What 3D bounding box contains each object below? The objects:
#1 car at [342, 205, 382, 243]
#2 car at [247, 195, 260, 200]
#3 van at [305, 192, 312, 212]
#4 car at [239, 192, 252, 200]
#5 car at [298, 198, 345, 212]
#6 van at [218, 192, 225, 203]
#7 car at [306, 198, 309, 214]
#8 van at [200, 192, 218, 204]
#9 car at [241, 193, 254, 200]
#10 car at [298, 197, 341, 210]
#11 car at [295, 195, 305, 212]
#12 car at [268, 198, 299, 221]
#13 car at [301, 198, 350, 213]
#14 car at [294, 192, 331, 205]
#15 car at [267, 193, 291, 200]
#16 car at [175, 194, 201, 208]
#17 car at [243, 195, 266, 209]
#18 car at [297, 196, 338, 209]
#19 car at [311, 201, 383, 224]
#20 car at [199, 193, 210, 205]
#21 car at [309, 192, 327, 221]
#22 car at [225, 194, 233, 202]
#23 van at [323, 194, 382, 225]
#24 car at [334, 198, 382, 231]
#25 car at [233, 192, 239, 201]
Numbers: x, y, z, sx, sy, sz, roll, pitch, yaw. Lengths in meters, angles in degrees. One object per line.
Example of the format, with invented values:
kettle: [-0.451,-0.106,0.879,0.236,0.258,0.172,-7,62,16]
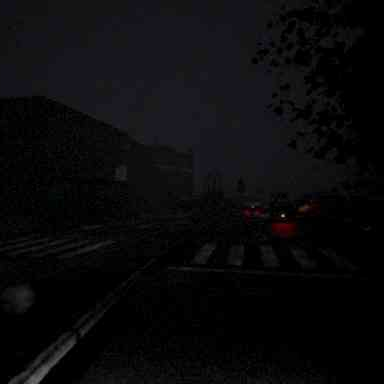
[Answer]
car: [9.617,1.521,14.604,4.892,1.521,2.231,0,0,11]
car: [16.752,1.506,90.706,2.231,1.521,4.892,0,-1,26]
van: [13.069,1.234,30.544,4.442,1.987,1.878,0,0,13]
car: [12.065,1.058,80.491,2.435,2.045,5.566,0,-1,24]
car: [14.907,1.431,38.529,4.792,1.488,2.163,0,1,15]
van: [4.053,0.969,59.724,1.878,1.987,4.442,0,0,20]
car: [12.348,1.515,27.927,4.674,1.452,2.002,0,0,13]
van: [2.323,0.997,54.462,1.878,1.987,4.442,0,0,18]
car: [14.357,1.270,85.609,2.185,1.767,4.553,0,-1,25]
car: [15.677,1.409,41.147,4.792,1.488,2.163,0,1,16]
car: [13.408,1.438,33.274,5.366,1.575,1.946,0,0,14]
car: [7.238,1.481,26.782,1.837,1.490,4.892,0,1,13]
car: [14.250,1.463,35.877,4.674,1.452,2.002,0,1,15]
car: [19.649,1.012,54.345,5.566,2.045,2.435,1,0,19]
car: [11.028,1.100,42.003,2.150,2.045,5.566,0,1,16]
car: [-0.794,1.307,43.964,2.097,1.535,5.008,0,0,16]
car: [7.938,1.470,42.071,1.895,1.301,4.718,0,1,16]
car: [16.384,1.355,43.786,4.892,1.521,2.231,0,1,16]
car: [11.767,1.517,25.377,4.792,1.488,2.163,0,0,12]
car: [0.710,1.296,49.247,2.163,1.488,4.792,0,1,17]
car: [11.275,1.248,22.692,5.566,2.045,2.435,0,0,12]
car: [5.960,1.229,65.065,2.002,1.452,4.674,0,0,20]
van: [10.597,1.280,20.028,4.442,1.987,1.878,0,0,11]
car: [10.197,1.389,17.297,4.553,1.767,2.185,0,0,11]
car: [7.901,1.247,70.257,2.002,1.452,4.674,0,0,21]
